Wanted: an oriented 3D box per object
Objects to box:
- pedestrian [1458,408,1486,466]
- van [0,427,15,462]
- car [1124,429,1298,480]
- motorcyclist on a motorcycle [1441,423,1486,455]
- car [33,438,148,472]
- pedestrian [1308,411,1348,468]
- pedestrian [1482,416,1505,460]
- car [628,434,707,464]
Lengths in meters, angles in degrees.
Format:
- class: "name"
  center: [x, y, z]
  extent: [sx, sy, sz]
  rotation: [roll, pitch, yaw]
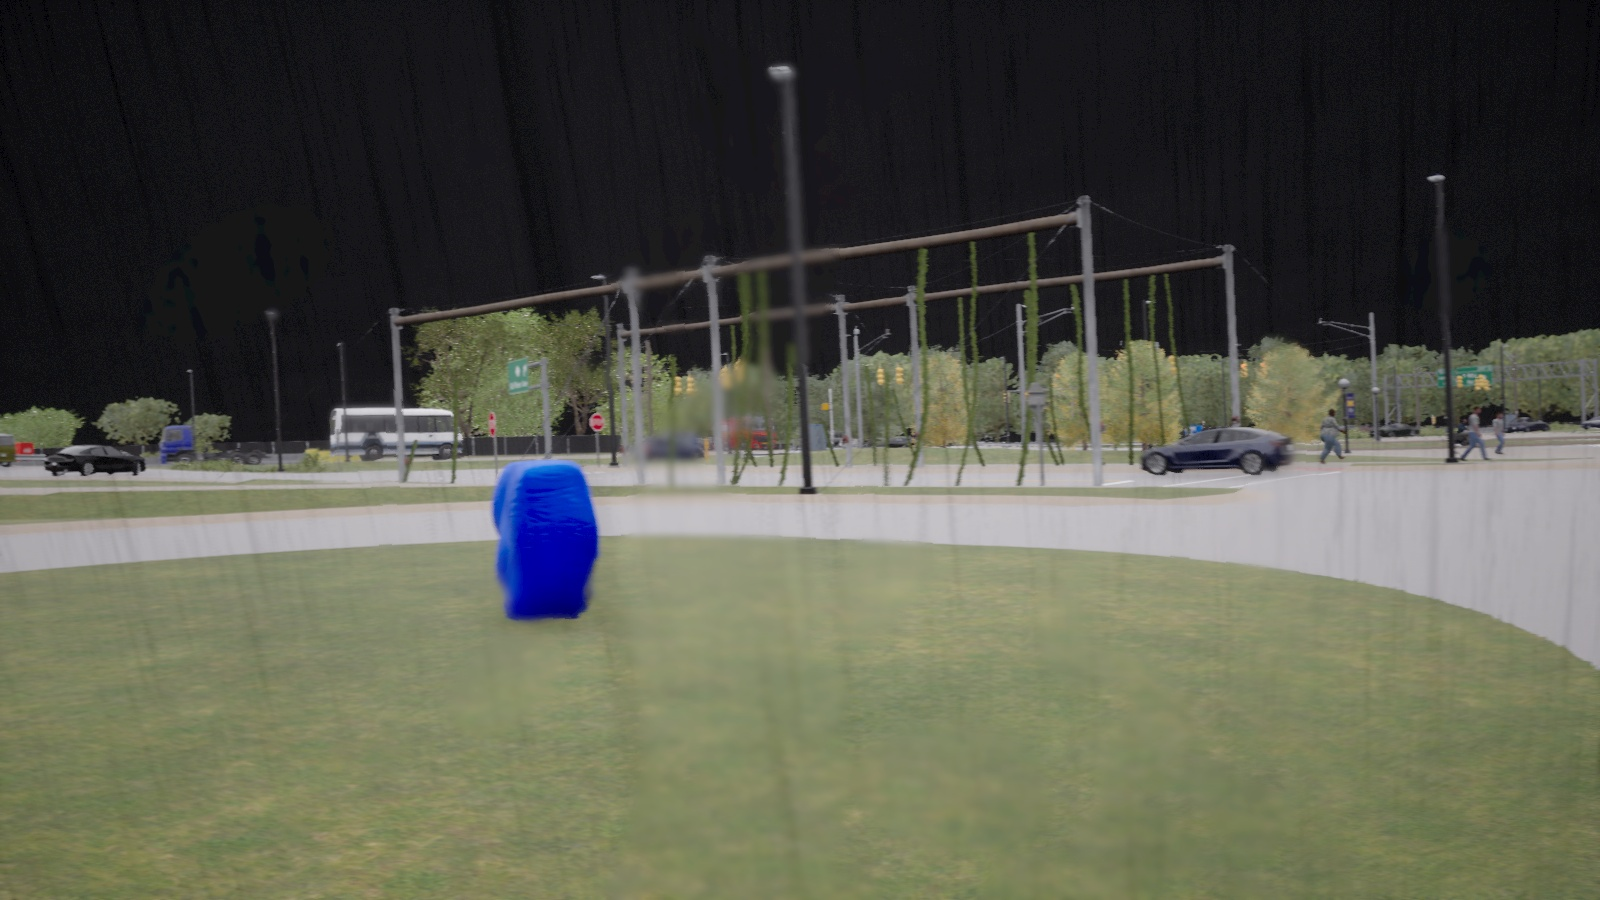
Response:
- class: "pedestrian"
  center: [21.713, -0.407, 40.564]
  extent: [0.706, 1.836, 0.354]
  rotation: [-2, 0, 36]
- class: "van"
  center: [-47.506, -0.339, 72.007]
  extent: [4.442, 1.987, 1.775]
  rotation: [1, 1, 18]
- class: "car"
  center: [13.029, 0.139, 39.952]
  extent: [4.792, 1.488, 2.163]
  rotation: [-1, 1, 37]
- class: "motorcyclist on a motorcycle"
  center: [34.454, -0.553, 65.262]
  extent: [0.866, 1.590, 1.817]
  rotation: [-2, 0, -34]
- class: "car"
  center: [-34.328, 0.221, 60.940]
  extent: [1.882, 1.535, 5.008]
  rotation: [2, 0, 14]
- class: "pedestrian"
  center: [17.506, -0.344, 41.642]
  extent: [0.900, 1.855, 0.874]
  rotation: [-2, 0, -1]
- class: "pedestrian"
  center: [29.265, -0.506, 52.962]
  extent: [0.354, 1.836, 0.706]
  rotation: [-3, 0, -33]
- class: "car"
  center: [-7.511, -0.069, 71.226]
  extent: [3.988, 1.617, 1.851]
  rotation: [-1, -1, -30]
